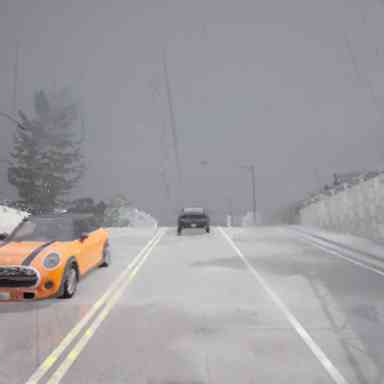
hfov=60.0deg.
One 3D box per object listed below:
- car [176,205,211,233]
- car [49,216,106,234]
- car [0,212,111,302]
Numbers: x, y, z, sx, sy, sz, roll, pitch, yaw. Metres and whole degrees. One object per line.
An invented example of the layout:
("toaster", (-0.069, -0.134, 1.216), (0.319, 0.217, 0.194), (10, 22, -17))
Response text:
("car", (0.092, 1.598, 20.364), (1.837, 1.490, 4.892), (0, -1, 0))
("car", (-10.830, 3.202, 31.674), (4.718, 1.301, 1.895), (3, -11, -3))
("car", (-3.587, 1.383, 8.513), (2.097, 1.767, 4.553), (0, 0, 0))
